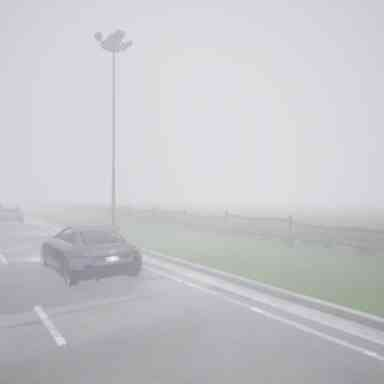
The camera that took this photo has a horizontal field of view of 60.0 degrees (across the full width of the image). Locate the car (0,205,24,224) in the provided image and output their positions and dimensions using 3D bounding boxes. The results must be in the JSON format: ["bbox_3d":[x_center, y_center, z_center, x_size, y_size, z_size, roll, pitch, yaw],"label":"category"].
[{"bbox_3d":[-14.585,1.739,26.322,2.128,1.511,4.902,0,-1,-35],"label":"car"}]

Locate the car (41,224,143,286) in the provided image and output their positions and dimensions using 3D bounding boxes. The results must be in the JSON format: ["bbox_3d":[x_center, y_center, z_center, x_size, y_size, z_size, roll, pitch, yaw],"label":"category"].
[{"bbox_3d":[-3.127,1.658,9.946,1.994,1.385,4.181,0,-1,-35],"label":"car"}]
